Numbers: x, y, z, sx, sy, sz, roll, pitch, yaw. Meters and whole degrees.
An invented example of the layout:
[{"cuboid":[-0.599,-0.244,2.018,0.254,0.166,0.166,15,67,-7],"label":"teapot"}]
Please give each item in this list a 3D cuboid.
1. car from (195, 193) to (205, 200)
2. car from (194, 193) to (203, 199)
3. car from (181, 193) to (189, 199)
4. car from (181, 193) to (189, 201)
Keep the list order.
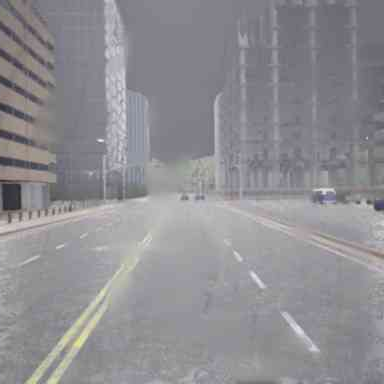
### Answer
[{"cuboid":[1.888,1.112,76.219,1.882,1.535,5.008,-1,0,-1],"label":"car"},{"cuboid":[1.636,1.041,86.517,2.033,1.411,5.357,-1,0,-1],"label":"car"},{"cuboid":[-1.863,1.059,86.440,1.837,1.490,4.892,-1,0,-1],"label":"car"},{"cuboid":[-1.639,1.292,76.354,1.895,1.301,4.718,-1,0,-1],"label":"car"}]
